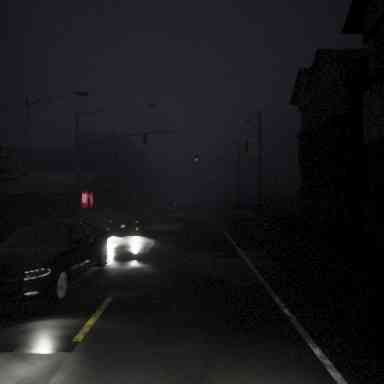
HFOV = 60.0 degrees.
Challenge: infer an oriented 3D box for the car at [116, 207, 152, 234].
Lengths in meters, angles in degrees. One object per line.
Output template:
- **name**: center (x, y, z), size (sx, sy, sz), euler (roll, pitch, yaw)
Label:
- **car**: center (-3.441, 1.527, 18.639), size (1.994, 1.385, 4.181), euler (0, 0, 1)

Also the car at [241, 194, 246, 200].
- **car**: center (14.055, 0.983, 75.068), size (4.605, 1.855, 1.932), euler (0, 0, 0)

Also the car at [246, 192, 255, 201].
- **car**: center (14.456, 0.969, 72.160), size (3.866, 1.878, 1.905), euler (0, 0, 0)

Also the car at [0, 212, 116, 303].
- **car**: center (-3.554, 1.460, 8.412), size (1.882, 1.535, 5.008), euler (0, 0, 1)

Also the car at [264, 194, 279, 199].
- **car**: center (21.675, 1.247, 90.641), size (3.806, 1.475, 1.970), euler (0, 0, 0)

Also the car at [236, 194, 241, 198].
- **car**: center (14.266, 1.226, 93.651), size (3.633, 1.501, 1.845), euler (0, 0, 0)

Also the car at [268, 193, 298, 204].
- **car**: center (14.702, 1.160, 52.948), size (3.806, 1.475, 1.970), euler (0, 0, 0)

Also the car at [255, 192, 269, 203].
- **car**: center (14.405, 1.069, 59.366), size (5.027, 1.636, 2.152), euler (0, 0, 0)
